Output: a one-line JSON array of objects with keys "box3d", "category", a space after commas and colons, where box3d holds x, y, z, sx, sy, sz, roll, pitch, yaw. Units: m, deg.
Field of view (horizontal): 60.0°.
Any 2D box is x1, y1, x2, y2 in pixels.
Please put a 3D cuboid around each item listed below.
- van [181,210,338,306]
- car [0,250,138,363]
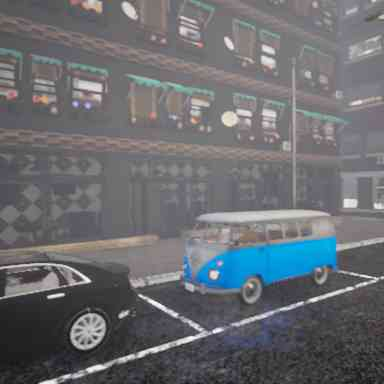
[{"box3d": [1.665, 1.335, 7.725, 3.998, 1.788, 1.690, 0, -1, -36], "category": "van"}, {"box3d": [-2.893, 1.551, 4.468, 4.403, 1.369, 2.008, 0, -1, -36], "category": "car"}]
